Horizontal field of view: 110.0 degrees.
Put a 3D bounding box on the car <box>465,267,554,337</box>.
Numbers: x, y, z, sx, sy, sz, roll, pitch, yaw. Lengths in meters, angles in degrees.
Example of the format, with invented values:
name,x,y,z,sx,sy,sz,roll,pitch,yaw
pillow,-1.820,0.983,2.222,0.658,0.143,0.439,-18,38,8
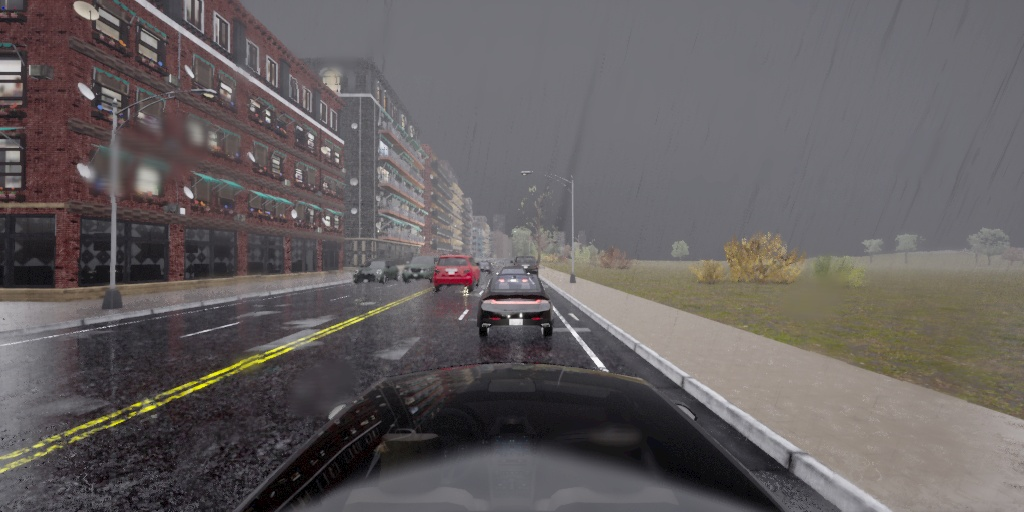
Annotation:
name,x,y,z,sx,sy,sz,roll,pitch,yaw
car,0.081,1.243,10.318,2.128,1.511,4.902,0,0,0

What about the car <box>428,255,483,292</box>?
name,x,y,z,sx,sy,sz,roll,pitch,yaw
car,-3.195,0.975,21.539,2.150,2.045,5.566,0,0,0

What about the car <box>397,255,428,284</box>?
name,x,y,z,sx,sy,sz,roll,pitch,yaw
car,-6.660,0.975,27.472,2.150,2.045,5.566,0,0,0

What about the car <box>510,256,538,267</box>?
name,x,y,z,sx,sy,sz,roll,pitch,yaw
car,1.069,0.979,30.970,2.150,2.045,5.566,0,0,0

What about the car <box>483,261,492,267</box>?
name,x,y,z,sx,sy,sz,roll,pitch,yaw
car,-3.246,1.301,41.631,2.033,1.411,5.357,0,0,0

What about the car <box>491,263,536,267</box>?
name,x,y,z,sx,sy,sz,roll,pitch,yaw
car,0.060,1.301,20.758,2.033,1.411,5.357,0,0,0

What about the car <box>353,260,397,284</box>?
name,x,y,z,sx,sy,sz,roll,pitch,yaw
car,-9.909,1.106,26.489,2.097,1.767,4.553,0,0,0
